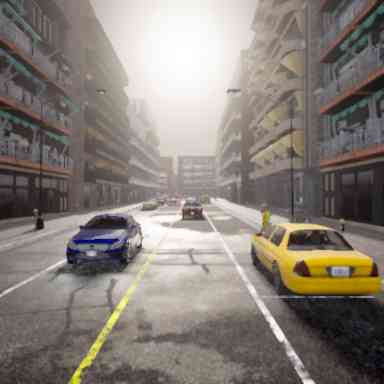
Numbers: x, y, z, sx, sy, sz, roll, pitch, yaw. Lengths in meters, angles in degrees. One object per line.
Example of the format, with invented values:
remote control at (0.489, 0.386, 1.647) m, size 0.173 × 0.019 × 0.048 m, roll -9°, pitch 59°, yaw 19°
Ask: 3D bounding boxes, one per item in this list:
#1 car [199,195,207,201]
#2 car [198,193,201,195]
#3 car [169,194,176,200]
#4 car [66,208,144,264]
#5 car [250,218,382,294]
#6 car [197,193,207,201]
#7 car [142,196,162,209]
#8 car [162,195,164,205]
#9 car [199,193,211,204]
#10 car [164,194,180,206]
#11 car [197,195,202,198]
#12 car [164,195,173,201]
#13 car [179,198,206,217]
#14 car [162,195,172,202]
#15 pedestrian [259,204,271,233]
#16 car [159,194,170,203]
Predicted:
car at (2.494, 1.443, 76.573) m, size 1.802 × 1.307 × 4.206 m, roll 1°, pitch 0°, yaw 0°
car at (2.502, 1.305, 71.009) m, size 1.967 × 1.590 × 4.097 m, roll 1°, pitch 0°, yaw 0°
car at (-5.408, 1.383, 93.059) m, size 1.752 × 1.417 × 4.829 m, roll 1°, pitch 0°, yaw 0°
car at (-2.863, 1.497, 11.803) m, size 1.812 × 1.442 × 4.674 m, roll 0°, pitch 0°, yaw 0°
car at (2.741, 1.435, 8.712) m, size 1.801 × 1.575 × 5.366 m, roll 0°, pitch 0°, yaw 0°
car at (2.492, 1.174, 82.138) m, size 2.192 × 1.841 × 5.009 m, roll 1°, pitch 0°, yaw 0°
car at (-5.348, 1.430, 42.982) m, size 1.752 × 1.417 × 4.829 m, roll 1°, pitch 0°, yaw 0°
car at (-5.361, 1.451, 54.279) m, size 1.947 × 1.339 × 4.313 m, roll 1°, pitch 0°, yaw 0°
car at (2.513, 1.402, 60.052) m, size 1.752 × 1.417 × 4.829 m, roll 1°, pitch 0°, yaw 0°
car at (-2.879, 1.239, 52.783) m, size 2.097 × 1.767 × 4.553 m, roll 0°, pitch 0°, yaw 0°
car at (0.012, 1.465, 45.044) m, size 1.994 × 1.385 × 4.181 m, roll 0°, pitch 0°, yaw 0°
car at (-5.385, 1.387, 76.365) m, size 1.752 × 1.417 × 4.829 m, roll 1°, pitch 0°, yaw 0°
car at (0.036, 1.531, 30.555) m, size 1.895 × 1.301 × 4.718 m, roll 0°, pitch 0°, yaw 0°
car at (-5.379, 1.391, 70.801) m, size 1.752 × 1.417 × 4.829 m, roll 1°, pitch 0°, yaw 0°
pedestrian at (2.584, 1.266, 11.718) m, size 0.375 × 1.860 × 0.375 m, roll 1°, pitch -1°, yaw 0°
car at (-5.372, 1.310, 65.408) m, size 1.967 × 1.590 × 4.097 m, roll 1°, pitch 0°, yaw 0°
